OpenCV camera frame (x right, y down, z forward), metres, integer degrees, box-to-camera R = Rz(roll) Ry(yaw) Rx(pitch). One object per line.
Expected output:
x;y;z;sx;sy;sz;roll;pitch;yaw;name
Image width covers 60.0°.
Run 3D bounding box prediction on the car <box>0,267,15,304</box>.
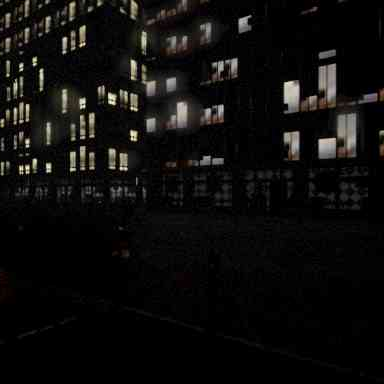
-5.490;1.548;6.793;4.829;1.417;1.752;0;0;36;car
